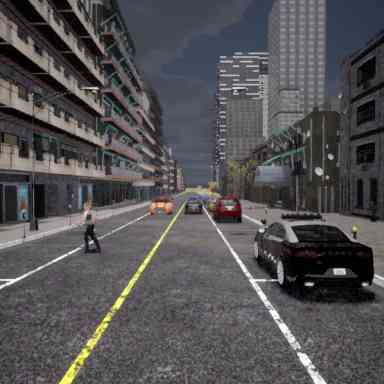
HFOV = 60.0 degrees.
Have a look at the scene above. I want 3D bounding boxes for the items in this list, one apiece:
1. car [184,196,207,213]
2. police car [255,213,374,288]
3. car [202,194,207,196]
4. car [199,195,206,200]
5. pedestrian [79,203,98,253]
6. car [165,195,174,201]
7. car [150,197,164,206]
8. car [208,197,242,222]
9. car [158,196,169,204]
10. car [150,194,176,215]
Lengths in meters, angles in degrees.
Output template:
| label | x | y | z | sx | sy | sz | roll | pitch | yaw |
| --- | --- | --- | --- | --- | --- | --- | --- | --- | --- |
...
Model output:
| label | x | y | z | sx | sy | sz | roll | pitch | yaw |
| --- | --- | --- | --- | --- | --- | --- | --- | --- | --- |
| car | 0.174 | 1.469 | 35.699 | 2.128 | 1.511 | 4.902 | 0 | 0 | 0 |
| police car | 3.023 | 1.421 | 9.382 | 1.930 | 1.638 | 5.238 | 0 | 0 | 0 |
| car | 2.824 | 1.539 | 59.586 | 1.802 | 1.307 | 4.206 | -1 | 0 | 0 |
| car | 2.906 | 1.457 | 93.066 | 1.887 | 1.381 | 4.507 | -1 | 0 | 0 |
| pedestrian | -3.842 | 1.288 | 12.389 | 0.375 | 1.860 | 0.375 | -1 | 1 | 0 |
| car | -5.502 | 1.510 | 81.883 | 1.802 | 1.307 | 4.206 | -1 | 0 | 0 |
| car | -5.570 | 1.545 | 53.981 | 1.802 | 1.307 | 4.206 | -1 | 0 | 0 |
| car | 2.703 | 1.301 | 26.107 | 2.192 | 1.841 | 5.009 | -1 | 0 | 0 |
| car | -5.543 | 1.494 | 65.141 | 1.887 | 1.381 | 4.507 | -1 | 0 | 0 |
| car | -3.018 | 1.332 | 33.679 | 2.097 | 1.767 | 4.553 | 0 | 0 | 0 |
